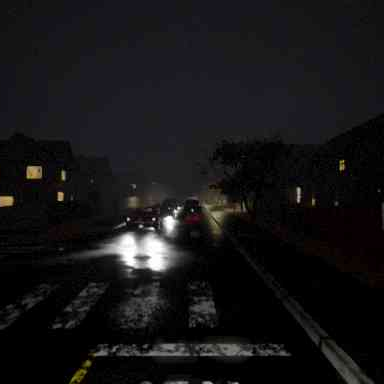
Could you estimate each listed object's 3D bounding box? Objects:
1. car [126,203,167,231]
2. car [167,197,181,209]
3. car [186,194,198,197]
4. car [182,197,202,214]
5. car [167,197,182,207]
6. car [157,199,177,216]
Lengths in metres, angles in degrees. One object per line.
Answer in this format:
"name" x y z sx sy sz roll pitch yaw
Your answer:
"car" -2.882 1.630 20.979 1.895 1.301 4.718 0 0 0
"car" -2.914 1.579 45.183 1.882 1.535 5.008 0 0 0
"car" -0.011 1.441 68.238 2.150 2.045 5.566 0 -2 0
"car" 0.042 1.570 35.670 1.837 1.490 4.892 0 0 0
"car" -2.885 1.644 55.577 2.128 1.511 4.902 0 0 0
"car" -2.899 1.661 34.095 1.895 1.301 4.718 0 0 0
